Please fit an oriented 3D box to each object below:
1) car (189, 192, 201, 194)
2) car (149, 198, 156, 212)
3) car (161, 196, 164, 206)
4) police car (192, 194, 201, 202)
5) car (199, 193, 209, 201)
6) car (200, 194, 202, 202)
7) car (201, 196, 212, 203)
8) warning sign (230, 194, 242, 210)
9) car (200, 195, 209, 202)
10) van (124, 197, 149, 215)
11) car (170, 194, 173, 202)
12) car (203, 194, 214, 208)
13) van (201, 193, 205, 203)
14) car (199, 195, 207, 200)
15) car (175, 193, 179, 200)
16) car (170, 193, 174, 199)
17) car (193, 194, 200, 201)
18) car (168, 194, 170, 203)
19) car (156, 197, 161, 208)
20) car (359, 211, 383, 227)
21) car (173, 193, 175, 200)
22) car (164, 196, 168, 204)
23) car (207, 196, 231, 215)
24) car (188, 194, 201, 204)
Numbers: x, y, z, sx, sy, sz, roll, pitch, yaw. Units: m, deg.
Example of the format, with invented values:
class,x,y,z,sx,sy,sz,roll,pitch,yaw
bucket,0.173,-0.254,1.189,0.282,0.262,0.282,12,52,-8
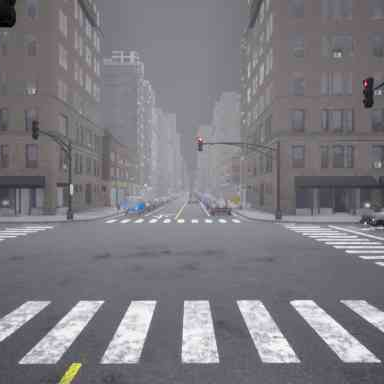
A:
class,x,y,z,sx,sy,sz,roll,pitch,yaw
car,0.303,1.038,72.994,2.150,2.045,5.566,0,0,0
car,-5.698,1.442,39.092,1.967,1.590,4.097,0,0,0
car,-5.651,1.585,50.428,1.802,1.307,4.206,0,0,0
police car,1.126,1.421,79.487,1.930,1.638,5.238,0,0,-1
car,3.018,1.308,84.413,2.192,1.841,5.009,0,0,0
car,2.923,1.526,61.905,1.752,1.417,4.829,0,0,0
car,2.947,1.551,67.405,2.008,1.369,4.403,0,0,0
warning sign,5.230,1.118,39.374,1.300,1.860,1.060,0,0,0
car,2.994,1.436,78.744,1.967,1.590,4.097,0,0,0
van,-5.722,1.343,33.423,1.690,1.788,3.998,0,0,0
car,-5.579,1.566,67.433,1.947,1.339,4.313,0,0,0
car,2.851,1.443,44.728,1.967,1.590,4.097,0,0,0
van,2.899,1.343,56.066,1.690,1.788,3.998,0,0,0
car,3.042,1.557,90.083,1.947,1.339,4.313,0,0,0
car,-5.484,1.306,90.106,2.192,1.841,5.009,0,0,0
car,-5.555,1.543,73.101,1.887,1.381,4.507,0,0,0
car,1.159,1.447,89.582,1.801,1.575,5.366,0,0,0
car,-5.604,1.527,61.595,1.752,1.417,4.829,0,0,0
car,-5.674,1.568,44.760,1.947,1.339,4.313,0,0,0
car,13.453,1.561,20.724,5.357,1.411,2.033,0,0,0
car,-5.532,1.521,78.599,1.752,1.417,4.829,0,0,0
car,-5.627,1.568,56.097,1.947,1.339,4.313,0,0,0
car,2.804,1.442,33.390,1.967,1.590,4.097,0,0,0
car,0.261,1.565,62.960,1.994,1.385,4.181,0,0,0
